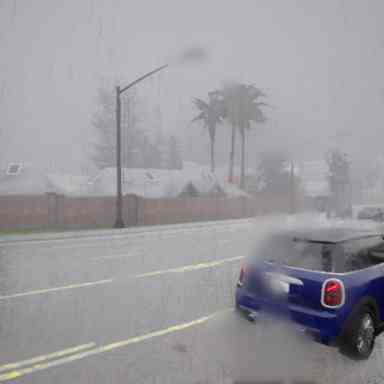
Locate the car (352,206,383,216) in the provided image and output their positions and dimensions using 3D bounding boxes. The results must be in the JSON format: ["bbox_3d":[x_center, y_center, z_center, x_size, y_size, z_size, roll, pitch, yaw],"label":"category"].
[{"bbox_3d":[18.718,2.288,34.790,1.837,1.490,4.892,-1,-2,41],"label":"car"}]

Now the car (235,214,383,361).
[{"bbox_3d":[2.937,1.483,6.442,4.553,1.767,2.097,1,-2,-41],"label":"car"}]

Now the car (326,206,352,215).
[{"bbox_3d":[16.922,2.338,38.059,2.128,1.511,4.902,-1,-2,41],"label":"car"}]
